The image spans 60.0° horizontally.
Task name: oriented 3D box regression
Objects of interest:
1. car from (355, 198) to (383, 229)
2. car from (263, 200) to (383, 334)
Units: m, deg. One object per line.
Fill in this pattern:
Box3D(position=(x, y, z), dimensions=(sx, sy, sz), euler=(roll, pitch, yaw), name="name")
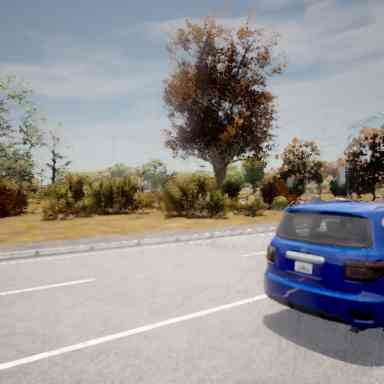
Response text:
Box3D(position=(12.933, 1.302, 21.798), dimensions=(4.553, 1.767, 2.097), euler=(0, 0, -35), name="car")
Box3D(position=(3.832, 1.207, 6.483), dimensions=(5.566, 2.045, 2.150), euler=(0, 0, -36), name="car")
